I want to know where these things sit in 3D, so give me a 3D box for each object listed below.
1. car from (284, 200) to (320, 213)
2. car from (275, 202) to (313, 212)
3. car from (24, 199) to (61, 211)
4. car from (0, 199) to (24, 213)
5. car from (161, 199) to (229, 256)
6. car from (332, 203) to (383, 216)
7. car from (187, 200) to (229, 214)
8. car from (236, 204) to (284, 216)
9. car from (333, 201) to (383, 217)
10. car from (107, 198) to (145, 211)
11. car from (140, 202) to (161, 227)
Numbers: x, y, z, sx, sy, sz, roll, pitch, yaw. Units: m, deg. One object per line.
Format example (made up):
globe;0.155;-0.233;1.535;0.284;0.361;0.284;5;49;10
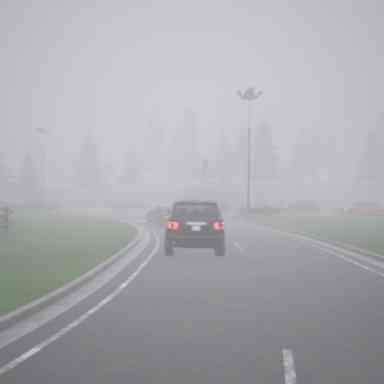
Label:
car;14.135;1.787;43.252;4.553;1.767;2.097;1;0;0
car;14.307;2.060;46.750;4.718;1.301;1.895;1;0;0
car;-18.667;1.584;39.975;5.357;1.411;2.033;1;0;0
car;-21.560;1.507;36.495;4.674;1.442;1.812;1;0;0
car;0.103;1.307;13.647;2.150;2.045;5.566;1;0;-1
car;19.779;2.024;39.712;5.357;1.411;2.033;1;0;0
car;1.918;1.764;39.835;4.902;1.511;2.128;1;0;0
car;7.201;1.912;36.298;4.718;1.301;1.895;1;0;0
car;18.371;1.790;36.223;4.553;1.767;2.097;1;0;0
car;-8.161;1.531;43.405;4.553;1.767;2.097;1;0;0
car;-1.902;1.676;24.085;2.033;1.411;5.357;1;0;-22
